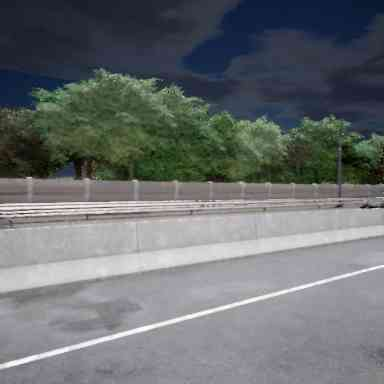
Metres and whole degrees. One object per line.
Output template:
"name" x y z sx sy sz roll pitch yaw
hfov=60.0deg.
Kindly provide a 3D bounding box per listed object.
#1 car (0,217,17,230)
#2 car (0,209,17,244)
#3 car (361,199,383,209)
"car" -8.060 1.559 11.126 4.181 1.385 1.994 0 0 -35
"car" -10.093 1.519 13.978 4.674 1.442 1.812 0 0 -35
"car" 23.085 1.532 40.960 5.357 1.411 2.033 0 0 -33
